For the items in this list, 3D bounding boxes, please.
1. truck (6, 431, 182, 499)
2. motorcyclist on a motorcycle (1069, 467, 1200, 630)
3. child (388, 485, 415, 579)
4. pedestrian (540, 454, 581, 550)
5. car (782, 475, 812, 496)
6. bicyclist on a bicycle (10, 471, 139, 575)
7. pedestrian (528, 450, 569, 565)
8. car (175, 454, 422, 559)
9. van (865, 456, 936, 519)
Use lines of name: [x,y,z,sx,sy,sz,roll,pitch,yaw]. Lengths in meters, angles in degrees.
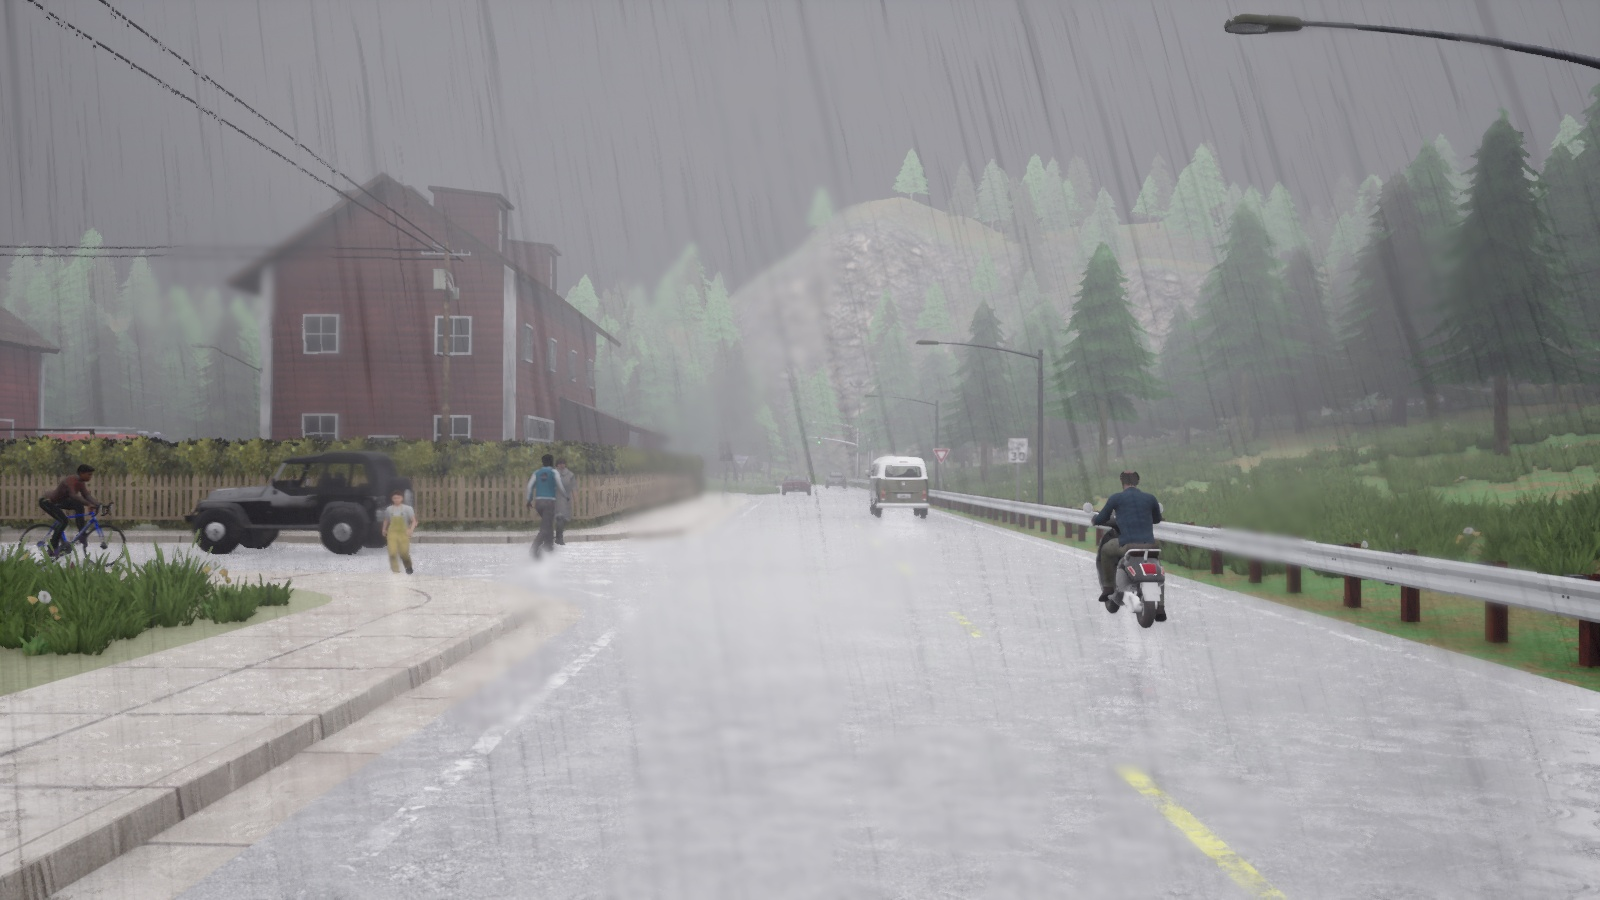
truck: [-40.602,0.885,72.412,8.468,3.827,2.891,0,-1,0]
motorcyclist on a motorcycle: [3.466,0.975,13.195,0.866,1.590,1.817,0,-1,0]
child: [-5.462,1.119,17.223,0.270,1.263,0.437,0,-1,-5]
pedestrian: [-4.968,1.056,26.020,0.659,1.952,0.873,0,-1,-22]
car: [-0.198,2.245,80.049,1.895,1.301,4.718,0,-1,0]
bicyclist on a bicycle: [-11.478,1.147,19.904,1.656,1.620,0.582,0,-1,-4]
pedestrian: [-4.316,0.978,21.552,0.396,1.930,0.692,-1,-1,18]
car: [-9.340,1.043,23.618,3.866,1.878,1.905,0,-1,0]
van: [3.392,1.248,43.197,2.069,2.038,4.480,0,-1,0]
